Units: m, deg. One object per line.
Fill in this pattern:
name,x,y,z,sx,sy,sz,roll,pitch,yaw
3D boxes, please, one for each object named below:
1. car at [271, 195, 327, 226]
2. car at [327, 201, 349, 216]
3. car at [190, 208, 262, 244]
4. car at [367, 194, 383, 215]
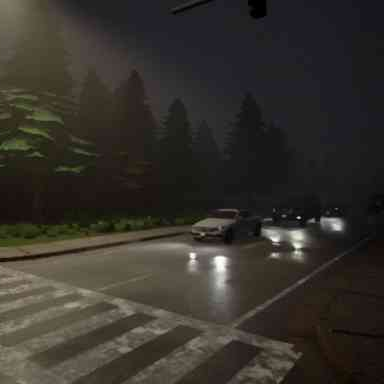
car,7.676,1.217,24.033,2.150,2.045,5.566,0,0,37
car,13.757,1.592,32.216,1.895,1.301,4.718,0,0,37
car,1.836,1.525,16.138,1.812,1.442,4.674,0,0,37
car,19.230,1.219,33.448,2.150,2.045,5.566,0,0,38
